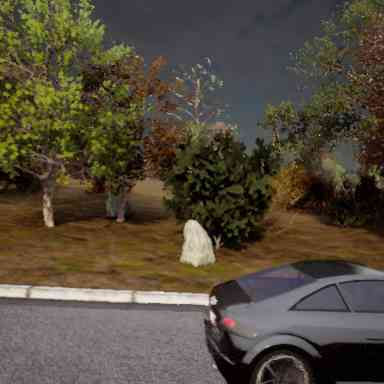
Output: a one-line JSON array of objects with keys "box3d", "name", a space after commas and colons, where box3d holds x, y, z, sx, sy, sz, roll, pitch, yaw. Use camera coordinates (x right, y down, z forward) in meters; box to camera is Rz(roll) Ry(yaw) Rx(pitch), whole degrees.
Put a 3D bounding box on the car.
[{"box3d": [2.256, 1.665, 4.417, 4.181, 1.385, 1.994, 3, -1, -5], "name": "car"}]
